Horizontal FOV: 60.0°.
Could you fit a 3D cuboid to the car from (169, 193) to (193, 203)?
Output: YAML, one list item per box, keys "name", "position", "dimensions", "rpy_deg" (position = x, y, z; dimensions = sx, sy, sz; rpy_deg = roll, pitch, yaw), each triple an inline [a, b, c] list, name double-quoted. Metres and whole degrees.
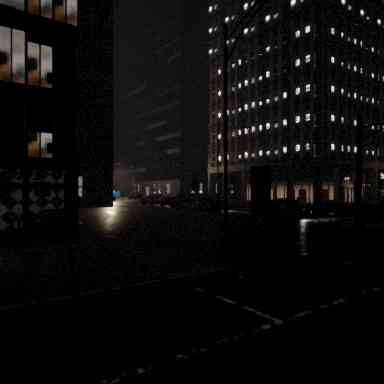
- name: "car"
  position: [-1.852, 0.927, 54.365]
  dimensions: [1.967, 1.590, 4.097]
  rpy_deg: [1, 0, -35]

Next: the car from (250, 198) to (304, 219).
- name: "car"
  position: [6.429, 1.399, 26.575]
  dimensions: [1.802, 1.307, 4.206]
  rpy_deg: [1, 0, -32]

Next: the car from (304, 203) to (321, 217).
- name: "car"
  position: [8.194, 1.309, 28.517]
  dimensions: [1.837, 1.490, 4.892]
  rpy_deg: [0, 1, -32]

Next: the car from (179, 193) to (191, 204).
- name: "car"
  position: [-1.805, 1.015, 49.562]
  dimensions: [1.882, 1.535, 5.008]
  rpy_deg: [0, 1, -34]

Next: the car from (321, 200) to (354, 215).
- name: "car"
  position: [13.047, 1.377, 31.269]
  dimensions: [1.802, 1.307, 4.206]
  rpy_deg: [1, 0, -32]

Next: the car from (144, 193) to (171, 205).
- name: "car"
  position: [-5.212, 1.001, 49.397]
  dimensions: [1.882, 1.535, 5.008]
  rpy_deg: [0, 1, -34]

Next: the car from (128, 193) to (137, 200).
- name: "car"
  position: [-11.500, 0.865, 67.811]
  dimensions: [1.947, 1.339, 4.313]
  rpy_deg: [1, 0, -36]

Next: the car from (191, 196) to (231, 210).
- name: "car"
  position: [2.416, 1.174, 37.672]
  dimensions: [2.128, 1.511, 4.902]
  rpy_deg: [0, 1, -32]

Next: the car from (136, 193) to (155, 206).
- name: "car"
  position: [-5.419, 1.094, 45.025]
  dimensions: [1.752, 1.417, 4.829]
  rpy_deg: [1, 0, -33]

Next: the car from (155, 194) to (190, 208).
- name: "car"
  position: [-2.469, 1.212, 40.529]
  dimensions: [1.802, 1.307, 4.206]
  rpy_deg: [1, 0, -33]

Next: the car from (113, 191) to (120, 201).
- name: "car"
  position: [-14.968, 0.920, 58.904]
  dimensions: [1.887, 1.381, 4.507]
  rpy_deg: [1, 0, -35]
